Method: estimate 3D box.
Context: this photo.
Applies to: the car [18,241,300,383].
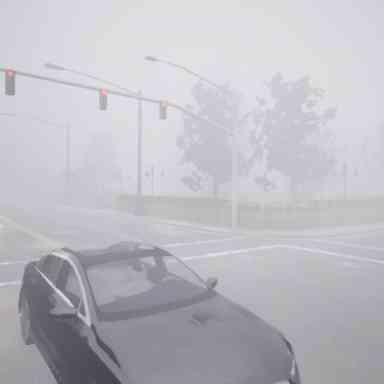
[{"bbox_3d":[-0.921,1.487,4.331,2.128,1.511,4.902,0,0,-37],"label":"car"}]
